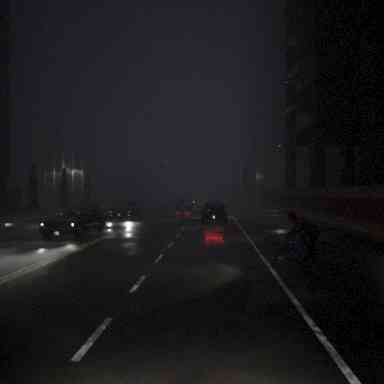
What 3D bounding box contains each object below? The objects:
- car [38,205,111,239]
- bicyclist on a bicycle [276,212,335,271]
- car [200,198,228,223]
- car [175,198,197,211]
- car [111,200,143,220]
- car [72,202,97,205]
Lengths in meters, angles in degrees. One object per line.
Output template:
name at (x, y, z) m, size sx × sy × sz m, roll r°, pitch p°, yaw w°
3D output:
car at (-6.049, 1.576, 17.426) m, size 1.895 × 1.301 × 4.718 m, roll 0°, pitch 0°, yaw 4°
bicyclist on a bicycle at (3.080, 1.346, 9.292) m, size 1.656 × 1.620 × 0.582 m, roll -9°, pitch -1°, yaw 4°
car at (1.695, 1.471, 25.419) m, size 1.837 × 1.490 × 4.892 m, roll 0°, pitch 0°, yaw 4°
car at (-0.885, 1.440, 39.359) m, size 2.128 × 1.511 × 4.902 m, roll 0°, pitch 0°, yaw 4°
car at (-5.363, 1.467, 27.518) m, size 1.837 × 1.490 × 4.892 m, roll 0°, pitch 0°, yaw 4°
car at (-8.820, 1.509, 27.060) m, size 2.033 × 1.411 × 5.357 m, roll 0°, pitch 0°, yaw 4°
